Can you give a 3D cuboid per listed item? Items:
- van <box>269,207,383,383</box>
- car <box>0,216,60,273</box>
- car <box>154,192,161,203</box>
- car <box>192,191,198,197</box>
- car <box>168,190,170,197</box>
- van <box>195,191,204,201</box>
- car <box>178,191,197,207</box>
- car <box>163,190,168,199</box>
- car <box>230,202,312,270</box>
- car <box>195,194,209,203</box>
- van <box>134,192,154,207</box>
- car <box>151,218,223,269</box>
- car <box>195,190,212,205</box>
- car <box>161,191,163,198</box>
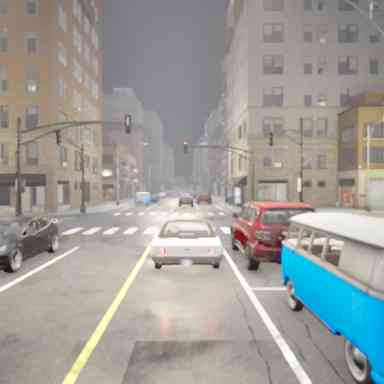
[{"bbox_3d":[2.555,1.284,4.980,1.690,1.788,3.998,0,1,-1],"label":"van"},{"bbox_3d":[-5.582,1.468,10.326,1.947,1.339,4.313,0,1,-1],"label":"car"},{"bbox_3d":[-6.484,1.026,53.091,1.947,1.339,4.313,0,1,-1],"label":"car"},{"bbox_3d":[0.798,0.574,91.262,1.752,1.417,4.829,0,1,-1],"label":"car"},{"bbox_3d":[-7.036,0.729,80.115,2.008,1.369,4.403,0,1,-1],"label":"car"},{"bbox_3d":[1.385,0.673,64.067,1.690,1.788,3.998,0,1,-1],"label":"van"},{"bbox_3d":[-0.763,1.051,42.580,2.128,1.511,4.902,0,1,-1],"label":"car"},{"bbox_3d":[-6.922,0.762,74.541,1.752,1.417,4.829,0,1,-1],"label":"car"},{"bbox_3d":[2.441,1.202,10.490,2.192,1.841,5.009,0,1,-1],"label":"car"},{"bbox_3d":[1.619,0.995,53.259,2.008,1.369,4.403,0,1,-1],"label":"car"},{"bbox_3d":[-6.264,0.914,42.279,1.690,1.788,3.998,0,1,-1],"label":"van"},{"bbox_3d":[-0.151,1.490,10.681,1.895,1.301,4.718,0,1,-1],"label":"car"},{"bbox_3d":[1.735,0.816,47.852,2.192,1.841,5.009,0,1,-1],"label":"car"},{"bbox_3d":[-6.594,0.949,58.495,1.887,1.381,4.507,0,1,-1],"label":"car"}]
